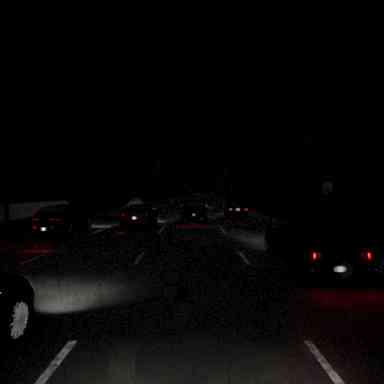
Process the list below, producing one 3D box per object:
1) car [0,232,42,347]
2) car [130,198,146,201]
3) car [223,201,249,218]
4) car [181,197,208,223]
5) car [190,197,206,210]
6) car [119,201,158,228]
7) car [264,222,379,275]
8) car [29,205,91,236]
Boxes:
[{"bbox_3d":[-3.433,1.500,3.396,1.837,1.490,4.892,0,0,0],"label":"car"},{"bbox_3d":[-6.378,1.406,38.861,1.812,1.442,4.674,0,0,3],"label":"car"},{"bbox_3d":[3.746,1.440,28.850,2.033,1.411,5.357,0,0,2],"label":"car"},{"bbox_3d":[0.167,1.390,24.963,1.882,1.535,5.008,0,0,1],"label":"car"},{"bbox_3d":[0.771,1.381,41.699,1.812,1.442,4.674,0,0,3],"label":"car"},{"bbox_3d":[-3.372,1.497,21.527,1.994,1.385,4.181,0,0,1],"label":"car"},{"bbox_3d":[3.583,1.558,10.237,1.895,1.301,4.718,0,0,0],"label":"car"},{"bbox_3d":[-6.896,1.458,17.884,1.837,1.490,4.892,0,0,0],"label":"car"}]
